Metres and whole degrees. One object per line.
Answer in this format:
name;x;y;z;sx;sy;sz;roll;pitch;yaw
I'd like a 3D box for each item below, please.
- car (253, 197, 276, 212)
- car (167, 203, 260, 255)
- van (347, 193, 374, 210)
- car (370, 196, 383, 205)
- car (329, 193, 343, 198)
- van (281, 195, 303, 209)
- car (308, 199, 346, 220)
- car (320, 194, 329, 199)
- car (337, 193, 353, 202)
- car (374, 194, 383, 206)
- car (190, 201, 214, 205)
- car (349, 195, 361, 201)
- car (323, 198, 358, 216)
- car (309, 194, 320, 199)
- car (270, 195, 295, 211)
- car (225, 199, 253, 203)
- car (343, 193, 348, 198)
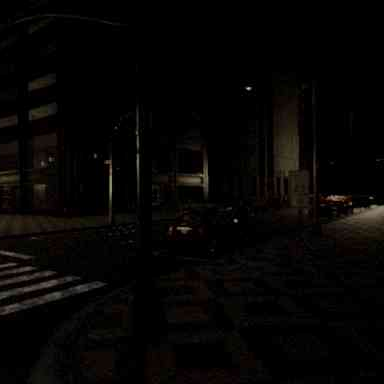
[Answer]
car;7.195;1.597;36.740;2.008;1.369;4.403;-1;0;36
car;0.872;1.451;13.604;1.967;1.590;4.097;-1;0;36
van;20.699;1.234;40.796;1.690;1.788;3.998;-1;0;36
car;30.616;1.406;54.392;1.947;1.339;4.313;-1;0;36
car;27.023;1.380;63.935;1.967;1.590;4.097;-1;0;36
van;13.801;1.350;45.805;1.690;1.788;3.998;-1;0;36
car;10.788;1.500;27.199;2.008;1.369;4.403;-1;0;36
car;20.411;1.288;54.870;2.192;1.841;5.009;-1;0;36
car;33.632;1.224;73.000;2.192;1.841;5.009;-1;0;36
car;27.311;1.423;49.859;1.947;1.339;4.313;-1;0;36
car;0.583;1.526;27.675;1.967;1.590;4.097;-1;0;36
car;40.244;1.444;82.064;1.947;1.339;4.313;-1;0;36
car;14.092;1.496;31.731;1.947;1.339;4.313;-1;0;36
car;17.107;1.306;50.338;2.192;1.841;5.009;-1;0;36
car;10.497;1.342;41.273;2.192;1.841;5.009;-1;0;36
car;3.888;1.506;32.208;1.967;1.590;4.097;-1;0;36
car;30.329;1.475;68.467;2.008;1.369;4.403;-1;0;36
